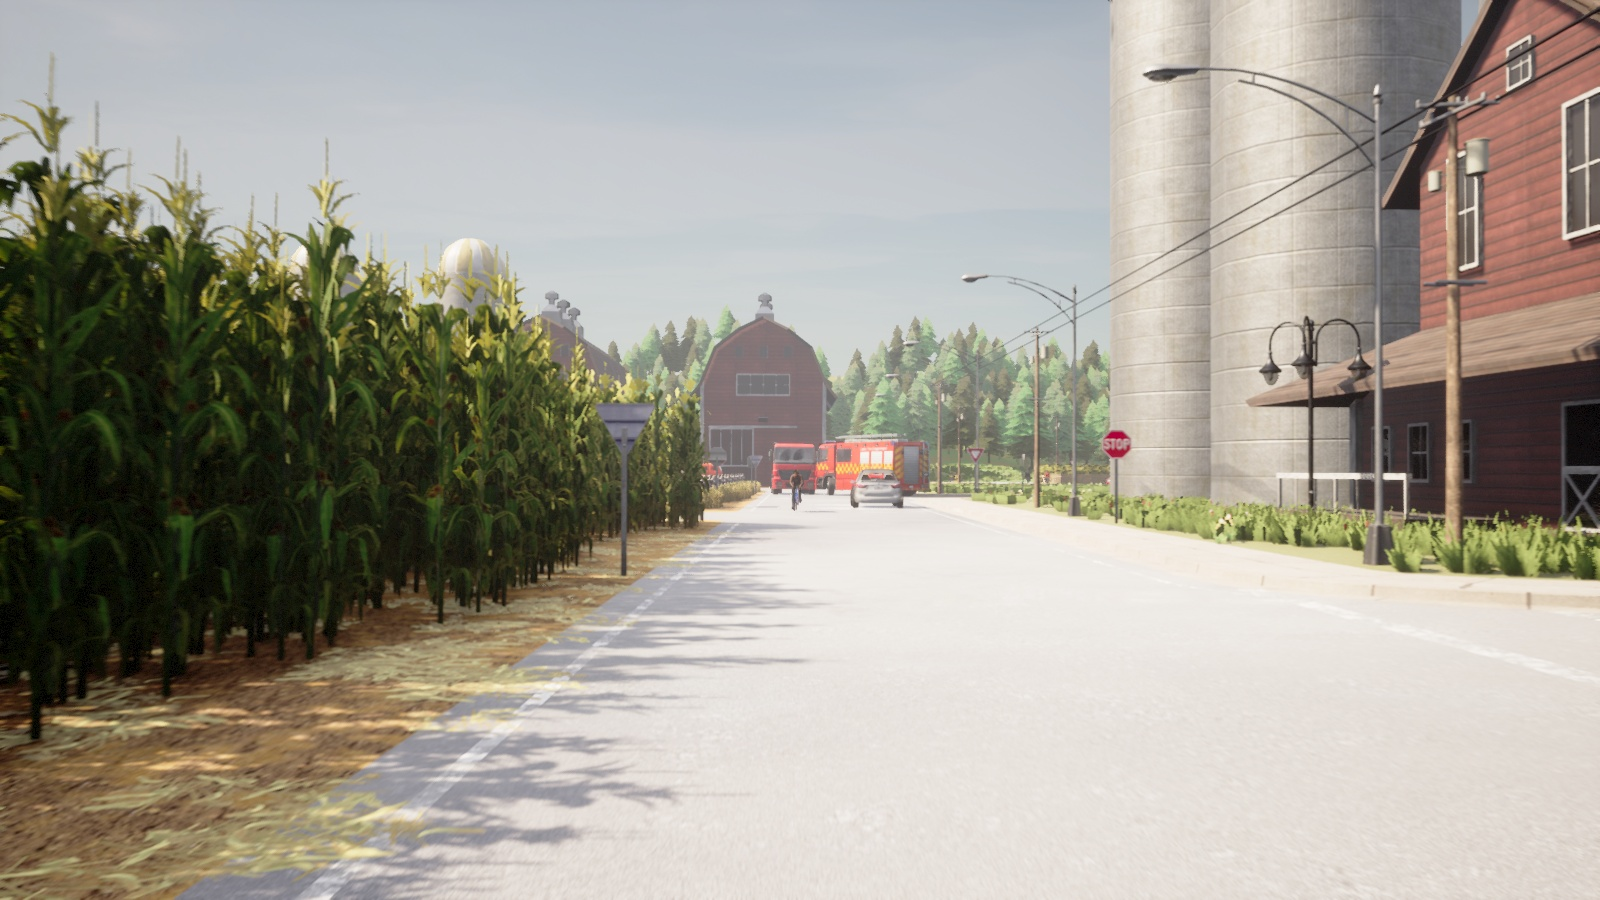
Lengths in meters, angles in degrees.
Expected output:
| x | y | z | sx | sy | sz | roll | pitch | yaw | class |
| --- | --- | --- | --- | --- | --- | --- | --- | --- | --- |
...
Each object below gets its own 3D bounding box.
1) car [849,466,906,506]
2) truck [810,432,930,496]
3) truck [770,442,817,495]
| x | y | z | sx | sy | sz | roll | pitch | yaw | class |
| --- | --- | --- | --- | --- | --- | --- | --- | --- | --- |
| 3.341 | 1.566 | 54.980 | 2.242 | 1.667 | 4.611 | 0 | -1 | 1 | car |
| 4.296 | 0.960 | 79.379 | 2.891 | 3.827 | 8.468 | 0 | -1 | -35 | truck |
| -0.515 | 1.263 | 85.693 | 2.891 | 3.462 | 7.936 | 0 | -1 | -3 | truck |
